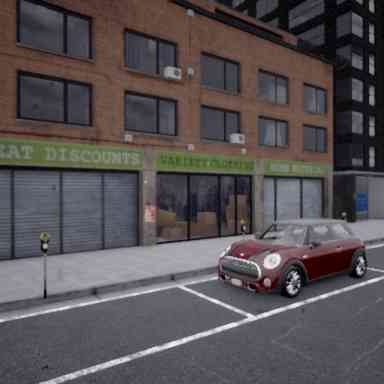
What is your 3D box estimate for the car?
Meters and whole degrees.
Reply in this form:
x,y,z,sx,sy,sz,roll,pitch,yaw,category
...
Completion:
x,y,z,sx,sy,sz,roll,pitch,yaw,category
2.584,1.433,8.399,4.097,1.590,1.967,0,0,-36,car
